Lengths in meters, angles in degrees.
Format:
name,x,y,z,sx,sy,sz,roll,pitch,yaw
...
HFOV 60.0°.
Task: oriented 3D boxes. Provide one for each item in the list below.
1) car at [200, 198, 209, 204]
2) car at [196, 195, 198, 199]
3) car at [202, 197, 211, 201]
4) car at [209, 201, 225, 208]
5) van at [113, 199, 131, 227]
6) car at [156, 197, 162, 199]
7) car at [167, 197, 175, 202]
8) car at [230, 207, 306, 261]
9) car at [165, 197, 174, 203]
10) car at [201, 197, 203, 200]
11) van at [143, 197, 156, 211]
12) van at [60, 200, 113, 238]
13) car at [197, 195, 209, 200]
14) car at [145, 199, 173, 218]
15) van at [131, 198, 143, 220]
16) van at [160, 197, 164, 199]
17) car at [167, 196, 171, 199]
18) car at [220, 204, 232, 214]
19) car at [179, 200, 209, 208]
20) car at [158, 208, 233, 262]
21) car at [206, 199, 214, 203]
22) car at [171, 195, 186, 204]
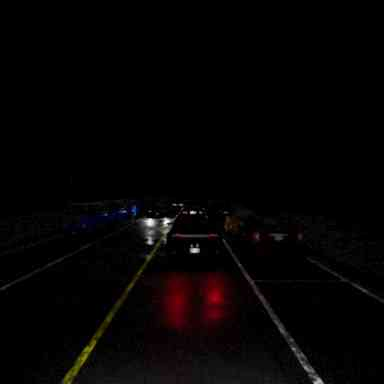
name,x,y,z,sx,sy,sz,roll,pitch,yaw
car,2.786,1.987,74.324,2.008,1.369,4.403,0,0,0
car,2.789,2.060,85.561,2.008,1.369,4.403,0,0,0
car,2.777,1.790,46.401,1.752,1.417,4.829,0,0,0
car,2.772,1.731,29.375,1.947,1.339,4.313,0,0,0
van,-5.754,1.473,23.753,1.690,1.788,3.998,0,0,0
car,-5.748,1.808,46.225,1.887,1.381,4.507,0,0,0
car,-5.734,2.091,91.171,1.887,1.381,4.507,0,0,0
car,2.767,1.509,12.519,1.967,1.590,4.097,0,0,0
car,-5.736,2.054,85.553,1.887,1.381,4.507,0,0,0
car,2.779,1.863,51.849,1.947,1.339,4.313,0,0,0
van,-5.749,1.571,40.608,1.690,1.788,3.998,0,0,0
van,-5.756,1.442,18.135,1.690,1.788,3.998,0,0,0
car,2.784,1.715,68.707,2.192,1.841,5.009,0,0,0
car,-3.089,1.705,31.992,1.812,1.442,4.674,0,0,0
van,-5.752,1.506,29.371,1.690,1.788,3.998,0,0,0
van,-5.746,1.638,51.844,1.690,1.788,3.998,0,0,0
car,-5.739,1.960,74.146,1.752,1.417,4.829,0,0,0
car,2.769,1.627,18.307,1.752,1.417,4.829,0,0,0
car,0.103,1.708,28.715,2.033,1.411,5.357,0,0,0
car,0.092,1.560,12.449,2.128,1.511,4.902,0,0,0
car,2.774,1.763,34.993,1.947,1.339,4.313,0,0,0
car,-2.977,1.962,73.365,2.033,1.411,5.357,0,0,0
